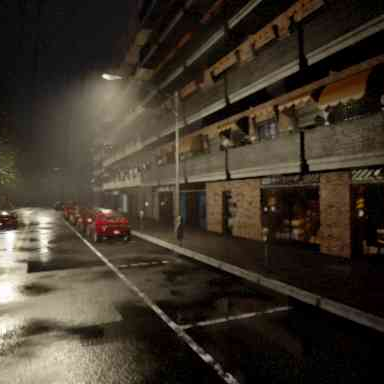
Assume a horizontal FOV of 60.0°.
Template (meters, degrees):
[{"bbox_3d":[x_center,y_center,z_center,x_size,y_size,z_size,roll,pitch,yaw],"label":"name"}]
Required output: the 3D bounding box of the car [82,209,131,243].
[{"bbox_3d":[-4.513,1.810,17.816,1.887,1.381,4.507,0,-1,-25],"label":"car"}]

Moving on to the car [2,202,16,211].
[{"bbox_3d":[-33.117,2.632,60.264,1.752,1.417,4.829,0,-1,-25],"label":"car"}]

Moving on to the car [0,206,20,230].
[{"bbox_3d":[-13.545,1.997,23.895,1.994,1.385,4.181,0,-1,-25],"label":"car"}]

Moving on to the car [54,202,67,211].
[{"bbox_3d":[-23.226,2.549,58.781,1.947,1.339,4.313,0,-1,-25],"label":"car"}]

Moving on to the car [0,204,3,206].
[{"bbox_3d":[-21.491,2.204,34.815,2.008,1.369,4.403,0,-1,-25],"label":"car"}]

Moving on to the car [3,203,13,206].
[{"bbox_3d":[-28.439,2.447,50.023,1.752,1.417,4.829,0,-1,-25],"label":"car"}]

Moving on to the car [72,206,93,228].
[{"bbox_3d":[-6.853,1.899,22.937,1.887,1.381,4.507,0,-1,-25],"label":"car"}]

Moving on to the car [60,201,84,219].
[{"bbox_3d":[-11.533,1.846,33.180,2.192,1.841,5.009,0,-1,-25],"label":"car"}]

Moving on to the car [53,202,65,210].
[{"bbox_3d":[-25.637,2.605,64.057,1.752,1.417,4.829,-1,-1,-25],"label":"car"}]

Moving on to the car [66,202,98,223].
[{"bbox_3d":[-9.192,1.883,28.058,1.967,1.590,4.097,0,-1,-25],"label":"car"}]

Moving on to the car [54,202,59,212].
[{"bbox_3d":[-20.888,2.331,53.661,1.967,1.590,4.097,0,-1,-25],"label":"car"}]
